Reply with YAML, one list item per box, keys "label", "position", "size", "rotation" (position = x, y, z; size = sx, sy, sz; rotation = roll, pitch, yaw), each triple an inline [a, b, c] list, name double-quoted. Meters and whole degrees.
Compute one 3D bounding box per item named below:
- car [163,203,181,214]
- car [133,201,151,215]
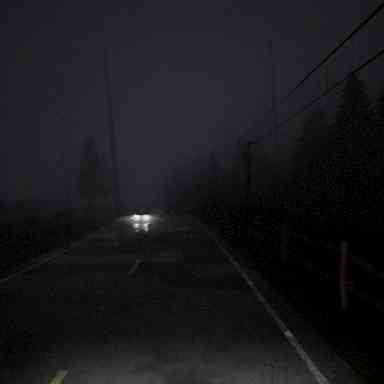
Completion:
- label: "car"
  position: [-2.471, 1.927, 39.457]
  size: [1.895, 1.301, 4.718]
  rotation: [0, 0, -7]
- label: "car"
  position: [-5.799, 1.815, 38.769]
  size: [2.128, 1.511, 4.902]
  rotation: [0, -1, -7]
